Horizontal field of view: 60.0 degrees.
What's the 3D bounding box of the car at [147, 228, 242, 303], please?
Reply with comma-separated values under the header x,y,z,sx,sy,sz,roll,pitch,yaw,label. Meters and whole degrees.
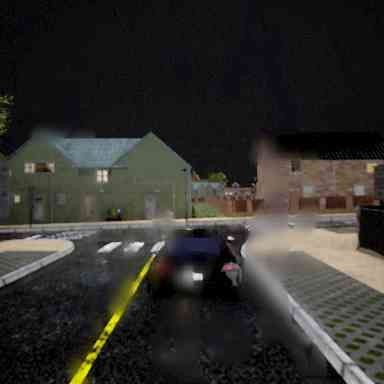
x,y,z,sx,sy,sz,roll,pitch,yaw,label
0.132,1.600,8.382,1.994,1.385,4.181,0,0,3,car
